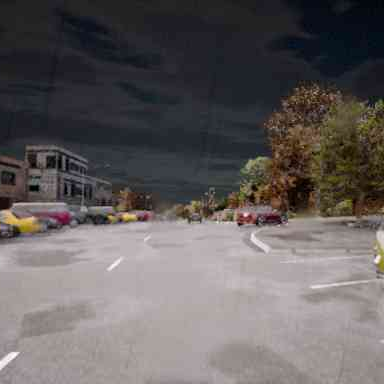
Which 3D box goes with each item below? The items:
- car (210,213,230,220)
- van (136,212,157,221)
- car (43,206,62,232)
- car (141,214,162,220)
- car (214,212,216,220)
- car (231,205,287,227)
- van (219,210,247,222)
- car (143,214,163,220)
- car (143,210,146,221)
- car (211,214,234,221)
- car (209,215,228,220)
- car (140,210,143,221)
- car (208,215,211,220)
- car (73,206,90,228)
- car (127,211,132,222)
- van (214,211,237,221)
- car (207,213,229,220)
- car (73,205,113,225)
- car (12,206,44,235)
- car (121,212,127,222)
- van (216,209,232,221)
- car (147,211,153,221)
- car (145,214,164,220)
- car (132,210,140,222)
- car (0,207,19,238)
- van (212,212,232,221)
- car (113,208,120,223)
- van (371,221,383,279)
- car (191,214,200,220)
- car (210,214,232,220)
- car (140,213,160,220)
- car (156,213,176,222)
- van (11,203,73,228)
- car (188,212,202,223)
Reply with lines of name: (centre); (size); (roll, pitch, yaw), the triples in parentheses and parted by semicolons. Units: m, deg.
car: (7.236, 6.398, 85.937); (4.553, 1.767, 2.185); (2, -5, -19)
van: (-10.564, 5.629, 77.468); (4.442, 1.987, 1.878); (1, -5, -19)
car: (-11.348, 1.907, 21.837); (4.892, 1.521, 2.231); (0, -3, -20)
car: (-10.556, 6.538, 86.181); (4.892, 1.521, 2.231); (1, -5, -19)
car: (6.907, 4.538, 59.513); (4.674, 1.452, 2.002); (2, -4, -19)
car: (5.769, 1.832, 27.152); (4.553, 1.767, 2.097); (0, -3, -41)
van: (6.974, 4.061, 56.643); (4.442, 1.987, 1.878); (2, -5, -19)
car: (-10.482, 6.797, 89.116); (4.792, 1.488, 2.163); (1, -5, -19)
car: (-10.940, 4.301, 56.934); (4.892, 1.521, 2.231); (1, -4, -19)
car: (7.135, 5.839, 77.133); (4.892, 1.521, 2.231); (2, -5, -19)
car: (7.368, 7.017, 91.818); (4.792, 1.488, 2.163); (2, -5, -19)
car: (-10.955, 4.113, 54.013); (4.792, 1.488, 2.163); (1, -5, -19)
car: (6.928, 5.601, 74.134); (5.366, 1.575, 1.946); (2, -4, -19)
car: (-11.288, 2.202, 27.674); (4.892, 1.521, 2.231); (0, -3, -20)
car: (-11.283, 3.433, 45.177); (5.366, 1.575, 1.946); (1, -4, -19)
van: (7.175, 5.166, 71.319); (4.442, 1.987, 1.878); (2, -5, -19)
car: (7.360, 6.965, 94.749); (5.566, 2.045, 2.435); (2, -4, -19)
car: (-11.222, 2.330, 33.558); (5.566, 2.045, 2.435); (1, -4, -19)
car: (-11.532, 1.783, 18.846); (5.366, 1.575, 1.946); (0, -2, -20)
car: (-11.171, 3.252, 42.297); (4.792, 1.488, 2.163); (1, -4, -19)
van: (6.716, 3.834, 53.622); (4.442, 1.987, 1.878); (2, -4, -19)
car: (-10.897, 4.486, 62.791); (5.566, 2.045, 2.435); (1, -4, -19)
car: (-10.481, 6.999, 92.035); (4.892, 1.521, 2.231); (1, -5, -19)
car: (-11.203, 3.862, 51.022); (5.366, 1.575, 1.946); (1, -4, -19)
car: (-11.381, 1.689, 15.992); (4.892, 1.521, 2.231); (0, -2, -20)
van: (7.291, 5.846, 80.129); (4.442, 1.987, 1.878); (2, -5, -19)
car: (-11.039, 2.793, 36.521); (5.366, 1.575, 1.946); (1, -5, -19)
van: (6.298, 1.312, 7.817); (4.442, 1.987, 1.878); (1, -1, -20)
car: (0.812, 6.256, 82.123); (2.128, 1.511, 4.902); (0, -4, 1)
car: (7.250, 6.326, 83.011); (4.792, 1.488, 2.163); (2, -5, -19)
car: (-10.622, 6.183, 83.260); (4.553, 1.767, 2.185); (1, -5, -19)
car: (-4.561, 4.410, 58.320); (2.128, 1.511, 4.902); (0, -4, 1)
van: (-11.431, 1.818, 24.728); (4.442, 1.987, 1.878); (0, -2, -20)
car: (0.437, 3.625, 47.185); (1.812, 1.442, 4.674); (0, -4, 1)
